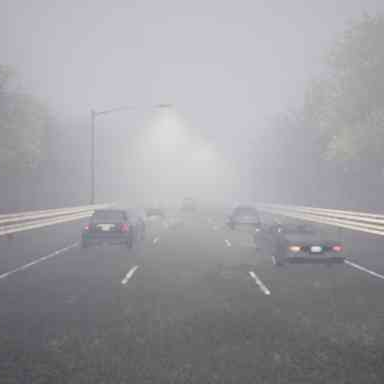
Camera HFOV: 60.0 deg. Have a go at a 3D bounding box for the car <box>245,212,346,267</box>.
[{"bbox_3d":[3.470,1.665,11.829,2.033,1.411,5.357,0,-1,0],"label":"car"}]

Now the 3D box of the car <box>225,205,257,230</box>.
[{"bbox_3d":[3.393,1.657,22.867,2.033,1.649,4.856,0,-1,-1],"label":"car"}]

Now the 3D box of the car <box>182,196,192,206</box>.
[{"bbox_3d":[-1.088,1.940,74.223,2.150,2.045,5.566,0,-1,-2],"label":"car"}]

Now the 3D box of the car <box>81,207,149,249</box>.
[{"bbox_3d":[-3.456,1.506,15.417,2.097,1.767,4.553,0,-1,0],"label":"car"}]

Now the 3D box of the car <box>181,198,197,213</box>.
[{"bbox_3d":[-0.418,1.938,44.472,2.163,1.488,4.792,0,-1,-1],"label":"car"}]

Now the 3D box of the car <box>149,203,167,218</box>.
[{"bbox_3d":[-3.644,1.886,34.519,2.033,1.411,5.357,0,-1,-1],"label":"car"}]

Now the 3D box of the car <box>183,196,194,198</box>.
[{"bbox_3d":[-0.478,1.741,53.302,2.150,2.045,5.566,0,0,-1],"label":"car"}]
